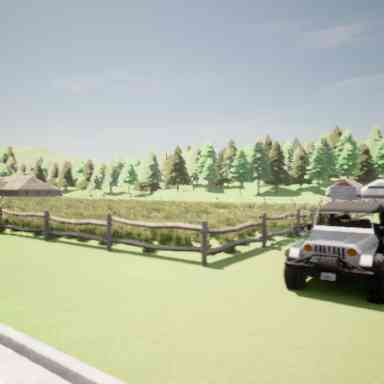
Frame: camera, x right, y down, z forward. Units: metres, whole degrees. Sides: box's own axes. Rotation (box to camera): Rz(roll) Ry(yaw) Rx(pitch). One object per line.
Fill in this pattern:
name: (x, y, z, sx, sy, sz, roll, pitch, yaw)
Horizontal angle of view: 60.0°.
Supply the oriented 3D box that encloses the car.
car: (3.661, 1.207, 7.918, 1.905, 1.878, 3.866, 0, 0, 35)
